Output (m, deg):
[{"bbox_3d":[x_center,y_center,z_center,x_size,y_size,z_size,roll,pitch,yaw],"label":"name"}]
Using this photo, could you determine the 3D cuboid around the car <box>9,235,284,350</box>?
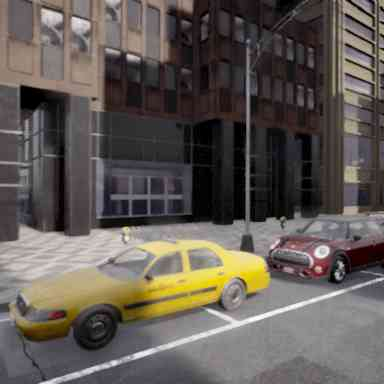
[{"bbox_3d":[-0.628,1.527,6.199,4.829,1.417,1.752,0,0,-36],"label":"car"}]

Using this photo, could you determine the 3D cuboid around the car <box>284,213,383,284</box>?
[{"bbox_3d":[4.068,1.446,9.555,4.097,1.590,1.967,0,0,-36],"label":"car"}]
